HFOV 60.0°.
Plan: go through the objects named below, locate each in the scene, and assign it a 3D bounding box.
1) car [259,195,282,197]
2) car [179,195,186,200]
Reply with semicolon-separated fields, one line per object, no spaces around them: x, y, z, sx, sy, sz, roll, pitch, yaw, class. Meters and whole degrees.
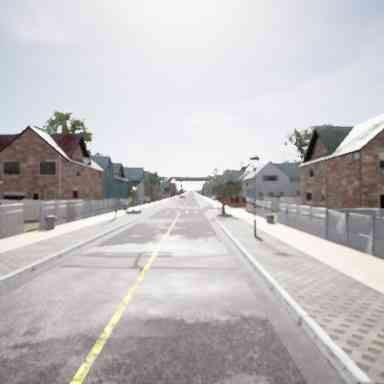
11.545;1.421;45.706;5.566;2.045;2.150;0;-1;-1;car
-2.757;1.479;94.922;1.895;1.301;4.718;0;0;0;car
